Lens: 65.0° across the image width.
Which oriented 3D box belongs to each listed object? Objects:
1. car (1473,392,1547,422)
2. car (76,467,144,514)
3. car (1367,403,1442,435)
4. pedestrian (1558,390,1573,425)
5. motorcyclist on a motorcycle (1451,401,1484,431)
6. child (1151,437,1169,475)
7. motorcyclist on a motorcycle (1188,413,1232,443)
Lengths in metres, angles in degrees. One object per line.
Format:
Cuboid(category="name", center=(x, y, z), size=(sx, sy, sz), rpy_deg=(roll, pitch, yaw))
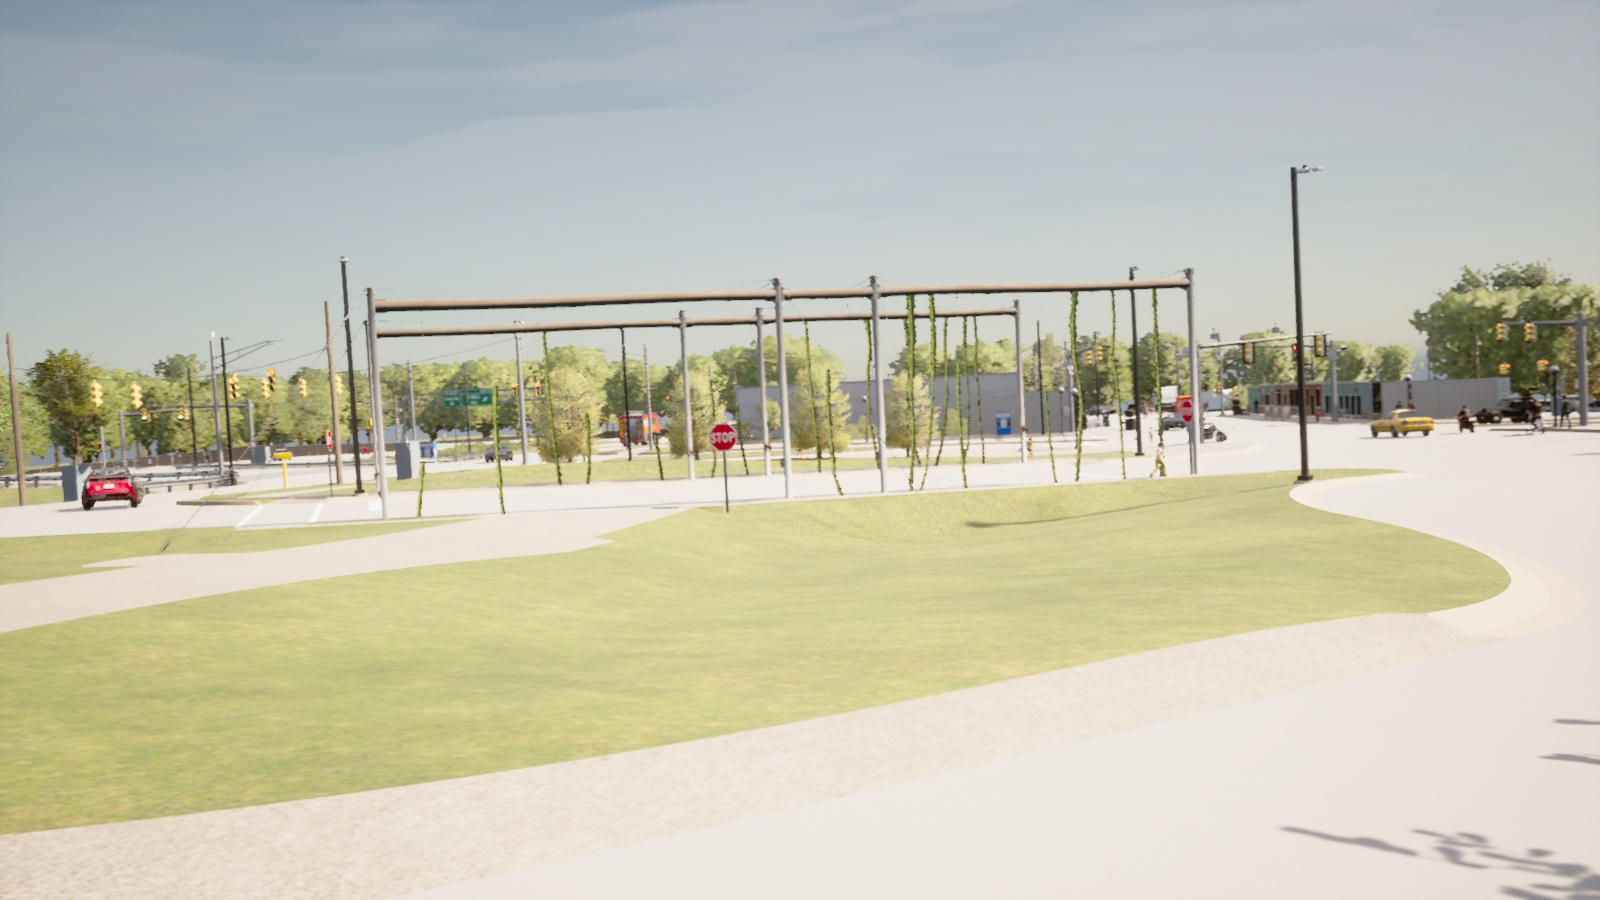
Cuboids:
Cuboid(category="car", center=(47.735, -2.874, 84.510), size=(3.866, 1.878, 1.905), rpy_deg=(-1, 2, 1))
Cuboid(category="car", center=(-26.093, 1.489, 47.614), size=(2.007, 1.525, 4.514), rpy_deg=(-4, 1, -27))
Cuboid(category="car", center=(32.256, -1.654, 67.173), size=(1.801, 1.575, 5.366), rpy_deg=(-3, 1, 6))
Cuboid(category="pedestrian", center=(41.517, -2.306, 68.099), size=(0.353, 1.847, 0.614), rpy_deg=(-4, 3, -6))
Cuboid(category="motorcyclist on a motorcycle", center=(36.012, -1.833, 67.770), size=(0.797, 1.523, 2.044), rpy_deg=(-3, 1, 7))
Cuboid(category="child", center=(12.171, 0.204, 42.443), size=(0.437, 1.263, 0.270), rpy_deg=(-4, 3, -18))
Cuboid(category="motorcyclist on a motorcycle", center=(24.970, -1.345, 76.440), size=(2.350, 1.649, 0.766), rpy_deg=(-3, 2, 44))
